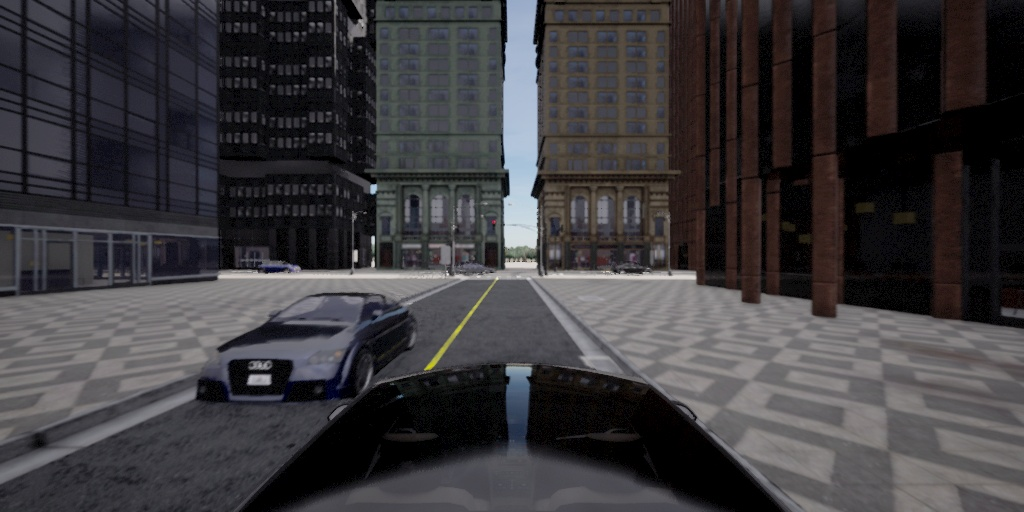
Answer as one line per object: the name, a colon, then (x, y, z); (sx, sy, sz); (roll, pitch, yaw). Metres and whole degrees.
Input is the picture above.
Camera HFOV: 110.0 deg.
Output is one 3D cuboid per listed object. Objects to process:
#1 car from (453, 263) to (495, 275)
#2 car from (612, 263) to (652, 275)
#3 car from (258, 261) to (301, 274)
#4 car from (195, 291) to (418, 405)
car: (-4.768, 1.621, 44.696); (5.357, 1.411, 2.033); (0, 0, 0)
car: (14.935, 1.638, 44.666); (4.892, 1.490, 1.837); (0, 0, 0)
car: (-28.925, 1.374, 44.729); (4.553, 1.767, 2.097); (0, 0, 0)
car: (-3.101, 1.352, 6.399); (1.994, 1.385, 4.181); (0, 0, 0)
